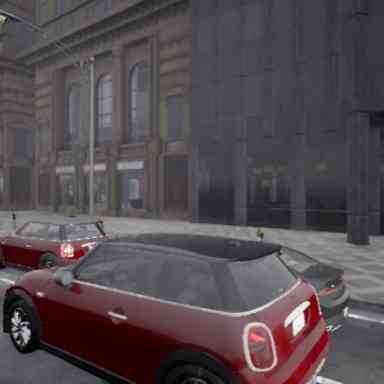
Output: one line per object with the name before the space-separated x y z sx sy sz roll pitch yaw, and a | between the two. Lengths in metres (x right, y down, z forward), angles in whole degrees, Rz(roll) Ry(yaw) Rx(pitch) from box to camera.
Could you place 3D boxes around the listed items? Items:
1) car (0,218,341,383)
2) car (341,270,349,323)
car | -0.644 1.356 4.615 4.553 1.767 2.097 0 0 36
car | 0.526 1.563 6.276 4.403 1.369 2.008 0 0 36
